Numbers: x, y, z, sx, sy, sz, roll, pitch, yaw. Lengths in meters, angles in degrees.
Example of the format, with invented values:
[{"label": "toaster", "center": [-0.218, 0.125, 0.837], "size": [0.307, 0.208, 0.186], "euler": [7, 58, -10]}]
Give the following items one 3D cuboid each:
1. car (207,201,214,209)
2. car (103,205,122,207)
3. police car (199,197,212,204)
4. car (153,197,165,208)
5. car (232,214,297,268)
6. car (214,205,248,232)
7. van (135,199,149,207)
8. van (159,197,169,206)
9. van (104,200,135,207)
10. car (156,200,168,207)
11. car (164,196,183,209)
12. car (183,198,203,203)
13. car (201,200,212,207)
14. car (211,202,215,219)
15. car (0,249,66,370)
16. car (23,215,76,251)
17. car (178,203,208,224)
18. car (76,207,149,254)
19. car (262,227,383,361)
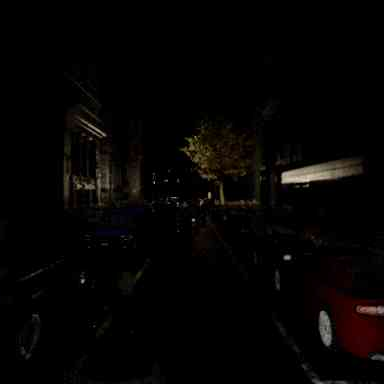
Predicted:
[{"label": "car", "center": [2.771, 1.871, 32.001], "size": [1.947, 1.339, 4.313], "euler": [0, -1, 0]}, {"label": "car", "center": [-5.758, 1.715, 20.031], "size": [1.752, 1.417, 4.829], "euler": [0, -1, 0]}, {"label": "police car", "center": [2.382, 1.901, 49.405], "size": [1.930, 1.638, 5.238], "euler": [0, -1, 0]}, {"label": "car", "center": [-5.746, 2.107, 58.092], "size": [1.887, 1.381, 4.507], "euler": [0, -1, 0]}, {"label": "car", "center": [2.765, 1.660, 11.551], "size": [2.008, 1.369, 4.403], "euler": [0, -1, 0]}, {"label": "car", "center": [2.768, 1.754, 21.422], "size": [2.008, 1.369, 4.403], "euler": [0, -1, 0]}, {"label": "van", "center": [-5.753, 1.689, 36.442], "size": [1.690, 1.788, 3.998], "euler": [0, -1, 0]}, {"label": "van", "center": [-5.743, 2.015, 68.919], "size": [1.690, 1.788, 3.998], "euler": [0, -1, 0]}, {"label": "van", "center": [-5.756, 1.584, 25.615], "size": [1.690, 1.788, 3.998], "euler": [0, -1, 0]}, {"label": "car", "center": [-5.744, 2.184, 63.504], "size": [1.947, 1.339, 4.313], "euler": [0, -1, 0]}, {"label": "car", "center": [-3.044, 1.899, 56.548], "size": [2.097, 1.767, 4.553], "euler": [0, -1, 0]}, {"label": "car", "center": [0.100, 1.933, 46.063], "size": [2.128, 1.511, 4.902], "euler": [0, -1, 0]}, {"label": "car", "center": [2.781, 2.166, 63.733], "size": [1.887, 1.381, 4.507], "euler": [0, -1, 0]}, {"label": "car", "center": [2.769, 1.781, 26.881], "size": [1.752, 1.417, 4.829], "euler": [0, -1, 0]}, {"label": "car", "center": [-3.098, 1.632, 3.219], "size": [1.895, 1.301, 4.718], "euler": [0, -1, 0]}, {"label": "car", "center": [-5.760, 1.706, 14.787], "size": [1.947, 1.339, 4.313], "euler": [0, -1, 0]}, {"label": "car", "center": [0.109, 1.863, 27.484], "size": [1.895, 1.301, 4.718], "euler": [0, -1, 0]}, {"label": "car", "center": [-3.082, 1.613, 14.272], "size": [1.882, 1.535, 5.008], "euler": [0, -1, 0]}, {"label": "car", "center": [2.763, 1.603, 6.107], "size": [1.887, 1.381, 4.507], "euler": [0, -1, 0]}]
